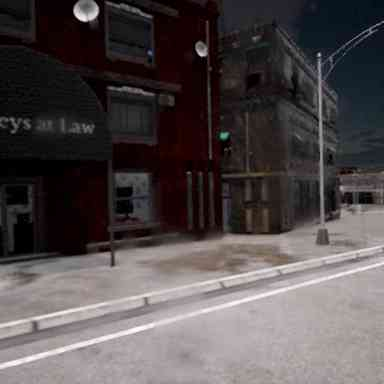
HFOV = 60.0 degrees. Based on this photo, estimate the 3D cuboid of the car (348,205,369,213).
[{"bbox_3d":[31.044,3.197,62.390,1.812,1.442,4.674,-2,-3,-5],"label":"car"}]
